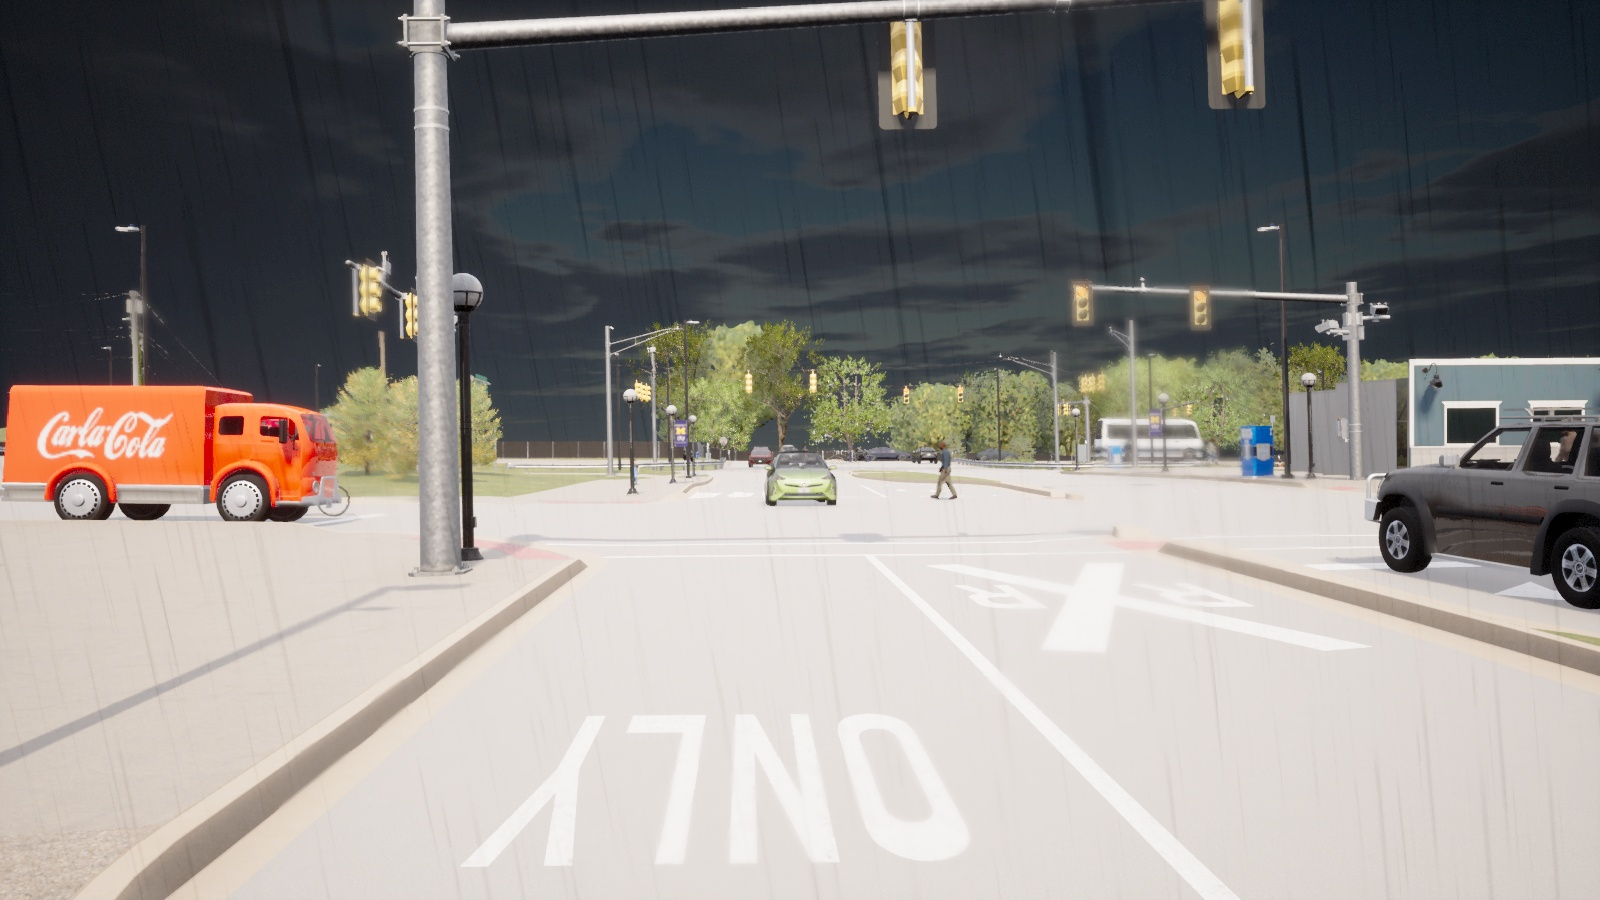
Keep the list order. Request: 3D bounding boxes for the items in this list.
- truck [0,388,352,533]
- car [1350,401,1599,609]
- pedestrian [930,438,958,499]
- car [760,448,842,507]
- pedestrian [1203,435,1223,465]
[{"bbox_3d":[-11.174,0.198,22.732,5.204,2.467,2.627,0,-1,-2],"label":"truck"},{"bbox_3d":[7.887,0.436,13.015,1.932,1.855,4.605,-1,1,-7],"label":"car"},{"bbox_3d":[4.401,0.555,38.309,0.726,1.835,0.370,-2,-1,20],"label":"pedestrian"},{"bbox_3d":[-0.039,0.749,35.580,2.007,1.525,4.514,-1,0,-4],"label":"car"},{"bbox_3d":[26.003,-0.021,79.144,0.900,1.855,0.874,-2,-1,-1],"label":"pedestrian"}]
